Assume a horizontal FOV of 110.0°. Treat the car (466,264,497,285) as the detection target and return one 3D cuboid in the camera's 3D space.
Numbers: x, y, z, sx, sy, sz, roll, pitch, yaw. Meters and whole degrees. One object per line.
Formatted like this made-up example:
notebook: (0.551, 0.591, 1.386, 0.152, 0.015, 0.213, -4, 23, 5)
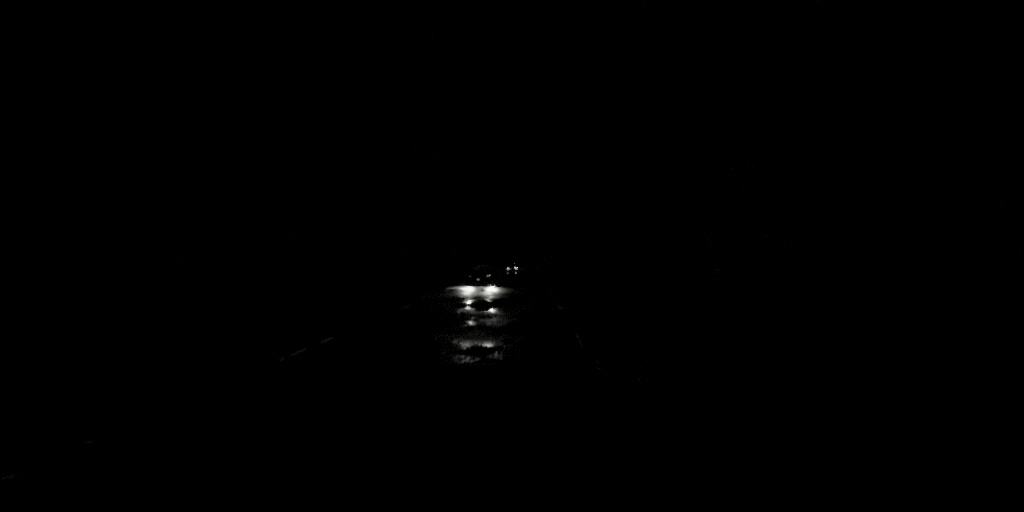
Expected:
car: (-2.118, 1.282, 26.034, 1.812, 1.442, 4.674, 0, 0, 3)
